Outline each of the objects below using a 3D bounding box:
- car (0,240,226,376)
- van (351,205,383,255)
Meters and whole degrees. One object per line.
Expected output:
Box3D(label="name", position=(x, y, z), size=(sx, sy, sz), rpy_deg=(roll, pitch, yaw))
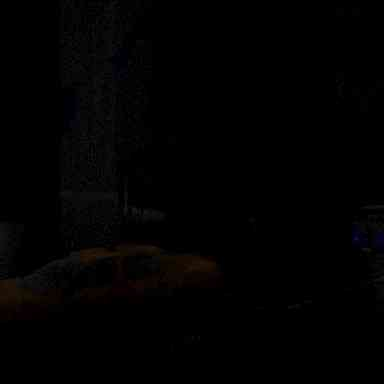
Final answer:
Box3D(label="car", position=(-1.634, 1.525, 5.487), size=(4.829, 1.417, 1.752), rpy_deg=(0, 0, -36))
Box3D(label="van", position=(7.345, 1.341, 11.919), size=(3.998, 1.788, 1.690), rpy_deg=(0, 0, -36))
